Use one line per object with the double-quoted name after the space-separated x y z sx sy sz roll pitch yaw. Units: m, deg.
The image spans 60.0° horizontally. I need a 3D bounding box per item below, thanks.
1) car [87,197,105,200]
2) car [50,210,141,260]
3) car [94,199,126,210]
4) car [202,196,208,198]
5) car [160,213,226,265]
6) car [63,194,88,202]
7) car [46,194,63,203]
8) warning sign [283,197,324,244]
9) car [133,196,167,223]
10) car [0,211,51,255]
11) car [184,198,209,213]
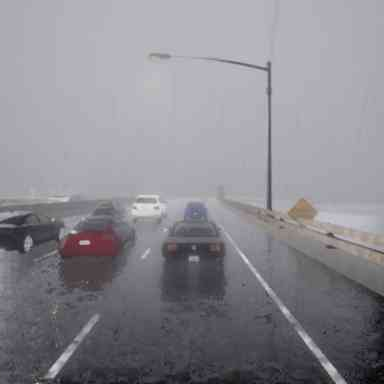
-16.437 1.777 59.040 1.895 1.301 4.718 0 0 3 "car"
-3.385 1.592 12.618 1.994 1.385 4.181 0 0 1 "car"
-6.694 1.574 27.402 1.837 1.490 4.892 0 0 2 "car"
2.900 1.704 73.408 1.882 1.535 5.008 0 0 3 "car"
0.097 1.627 11.741 1.895 1.301 4.718 0 0 1 "car"
-19.967 1.396 58.379 2.150 2.045 5.566 0 0 3 "car"
-23.456 1.398 58.523 2.150 2.045 5.566 0 0 3 "car"
4.610 1.147 13.878 1.300 1.860 1.060 -1 -1 1 "warning sign"
-3.228 1.287 26.216 2.150 2.045 5.566 0 0 2 "car"
-6.870 1.508 13.544 1.882 1.535 5.008 0 0 1 "car"
0.335 1.548 28.411 1.882 1.535 5.008 0 0 2 "car"
